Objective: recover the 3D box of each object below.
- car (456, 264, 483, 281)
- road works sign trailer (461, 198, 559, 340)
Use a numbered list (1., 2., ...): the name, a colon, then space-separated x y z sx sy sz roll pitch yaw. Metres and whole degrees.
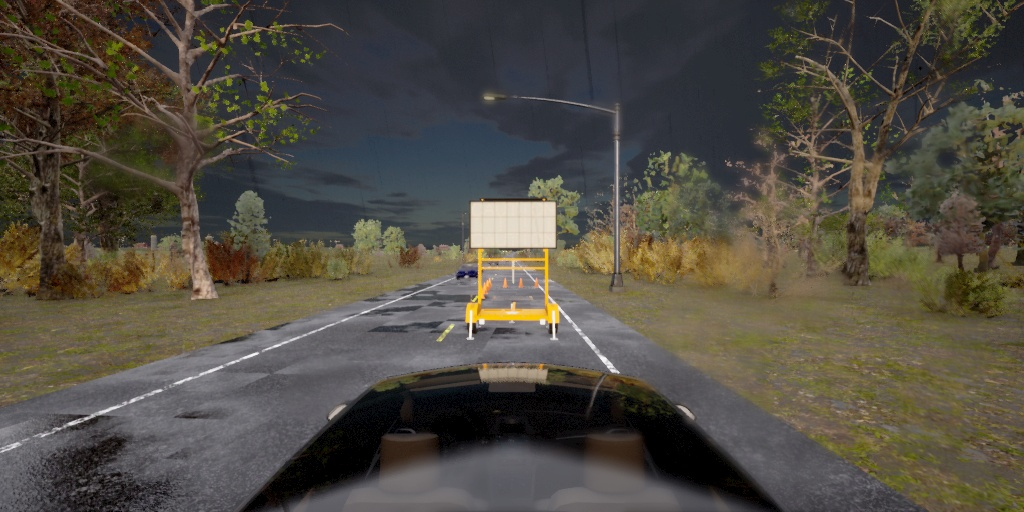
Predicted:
1. car: -3.555 1.339 30.284 1.895 1.301 4.718 0 0 0
2. road works sign trailer: 0.038 0.211 9.951 2.380 3.560 2.880 0 0 1
